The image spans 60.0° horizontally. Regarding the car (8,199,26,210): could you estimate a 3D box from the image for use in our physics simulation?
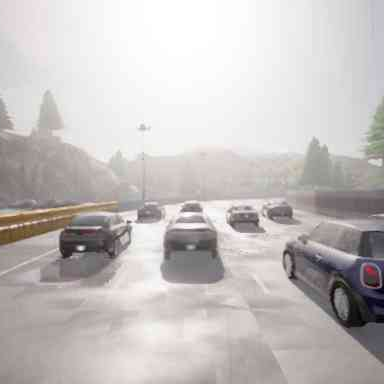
[{"bbox_3d":[-22.994,1.686,45.474,1.812,1.442,4.674,0,0,9],"label":"car"}]

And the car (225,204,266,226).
[{"bbox_3d":[3.400,1.540,23.017,2.033,1.411,5.357,0,0,1],"label":"car"}]

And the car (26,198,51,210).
[{"bbox_3d":[-19.563,1.643,44.817,1.837,1.490,4.892,0,0,9],"label":"car"}]

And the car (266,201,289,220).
[{"bbox_3d":[7.069,1.465,27.924,2.128,1.511,4.902,0,0,2],"label":"car"}]

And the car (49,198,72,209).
[{"bbox_3d":[-16.226,1.720,43.576,1.895,1.301,4.718,0,0,8],"label":"car"}]

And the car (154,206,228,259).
[{"bbox_3d":[-0.049,1.499,12.710,2.128,1.511,4.902,0,0,0],"label":"car"}]

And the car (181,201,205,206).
[{"bbox_3d":[0.078,1.519,28.144,1.837,1.490,4.892,0,0,2],"label":"car"}]

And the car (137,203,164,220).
[{"bbox_3d":[-3.397,1.599,28.476,1.994,1.385,4.181,0,0,3],"label":"car"}]

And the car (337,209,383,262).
[{"bbox_3d":[6.961,1.470,11.407,1.837,1.490,4.892,0,0,0],"label":"car"}]

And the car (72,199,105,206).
[{"bbox_3d":[-12.847,1.646,42.648,2.033,1.411,5.357,0,0,8],"label":"car"}]

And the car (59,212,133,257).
[{"bbox_3d":[-3.551,1.532,12.977,1.837,1.490,4.892,0,0,0],"label":"car"}]

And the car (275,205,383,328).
[{"bbox_3d":[3.490,1.335,7.114,2.097,1.767,4.553,0,0,0],"label":"car"}]
